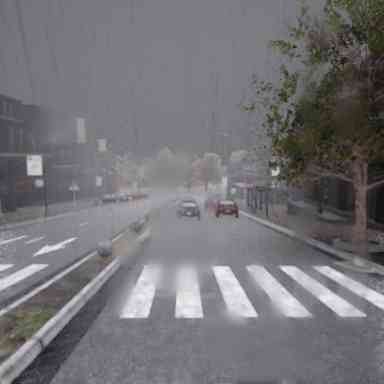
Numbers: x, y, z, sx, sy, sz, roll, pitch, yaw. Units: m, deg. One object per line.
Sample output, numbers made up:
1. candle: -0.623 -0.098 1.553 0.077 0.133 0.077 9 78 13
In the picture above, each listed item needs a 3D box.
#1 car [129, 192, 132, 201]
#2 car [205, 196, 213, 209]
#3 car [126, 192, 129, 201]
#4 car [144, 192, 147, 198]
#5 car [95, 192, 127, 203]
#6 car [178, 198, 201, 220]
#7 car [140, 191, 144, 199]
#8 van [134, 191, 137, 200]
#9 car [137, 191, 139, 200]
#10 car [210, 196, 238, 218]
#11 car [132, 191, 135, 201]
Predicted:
1. car: -14.717 1.239 64.820 4.792 1.488 2.163 -1 1 -21
2. car: 2.881 1.265 43.972 2.097 1.767 4.553 0 0 0
3. car: -14.679 1.097 61.776 4.553 1.767 2.185 -1 0 -21
4. car: -14.939 0.887 83.097 5.566 2.045 2.435 -1 1 -21
5. car: -14.589 1.237 58.735 4.892 1.521 2.231 -1 1 -21
6. car: -0.207 1.467 27.733 1.812 1.442 4.674 0 0 0
7. car: -14.870 1.150 80.068 4.892 1.521 2.231 -1 1 -21
8. van: -14.658 0.958 70.974 4.442 1.987 1.878 -1 0 -20
9. car: -14.772 1.047 73.982 4.553 1.767 2.185 -1 1 -20
10. car: 2.999 1.430 30.060 1.882 1.535 5.008 0 0 0
11. car: -14.901 1.196 67.812 5.366 1.575 1.946 -1 1 -21
